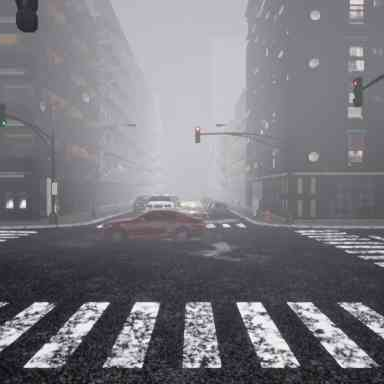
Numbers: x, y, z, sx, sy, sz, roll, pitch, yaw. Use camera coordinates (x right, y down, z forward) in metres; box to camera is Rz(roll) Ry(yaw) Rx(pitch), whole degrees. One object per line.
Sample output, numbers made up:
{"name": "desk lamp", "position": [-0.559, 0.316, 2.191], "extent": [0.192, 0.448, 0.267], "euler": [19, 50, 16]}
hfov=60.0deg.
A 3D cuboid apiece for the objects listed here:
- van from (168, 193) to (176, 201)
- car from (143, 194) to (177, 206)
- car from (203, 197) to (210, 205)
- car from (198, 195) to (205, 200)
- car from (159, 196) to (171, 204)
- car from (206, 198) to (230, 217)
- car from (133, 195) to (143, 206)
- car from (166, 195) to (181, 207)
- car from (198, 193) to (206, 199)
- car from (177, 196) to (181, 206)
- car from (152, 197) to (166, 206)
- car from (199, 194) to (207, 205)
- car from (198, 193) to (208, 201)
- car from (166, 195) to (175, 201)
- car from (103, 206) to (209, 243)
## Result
{"name": "van", "position": [-5.198, 1.302, 86.841], "extent": [1.690, 1.788, 3.998], "euler": [-1, 0, 0]}
{"name": "car", "position": [-2.810, 1.212, 30.395], "extent": [2.150, 2.045, 5.566], "euler": [0, 0, 0]}
{"name": "car", "position": [2.610, 1.539, 36.935], "extent": [2.008, 1.369, 4.403], "euler": [-1, 0, 0]}
{"name": "car", "position": [2.693, 1.539, 92.327], "extent": [1.802, 1.307, 4.206], "euler": [-1, 0, 0]}
{"name": "car", "position": [-5.228, 1.557, 64.692], "extent": [1.802, 1.307, 4.206], "euler": [-1, 0, 0]}
{"name": "car", "position": [2.602, 1.572, 31.396], "extent": [1.802, 1.307, 4.206], "euler": [-1, 0, 0]}
{"name": "car", "position": [-5.273, 1.303, 37.006], "extent": [2.192, 1.841, 5.009], "euler": [-1, 0, 0]}
{"name": "car", "position": [-2.763, 1.334, 50.408], "extent": [2.097, 1.767, 4.553], "euler": [0, 0, 0]}
{"name": "car", "position": [2.669, 1.551, 75.709], "extent": [1.802, 1.307, 4.206], "euler": [-1, 0, 0]}
{"name": "car", "position": [-2.788, 1.478, 40.345], "extent": [2.128, 1.511, 4.902], "euler": [0, 0, 0]}
{"name": "car", "position": [-5.245, 1.563, 53.618], "extent": [1.802, 1.307, 4.206], "euler": [-1, 0, 0]}
{"name": "car", "position": [2.643, 1.523, 59.092], "extent": [1.887, 1.381, 4.507], "euler": [-1, 0, 0]}
{"name": "car", "position": [2.673, 1.280, 81.249], "extent": [2.192, 1.841, 5.009], "euler": [-1, 0, 0]}
{"name": "car", "position": [-5.204, 1.490, 81.134], "extent": [1.752, 1.417, 4.829], "euler": [-1, 0, 0]}
{"name": "car", "position": [-1.719, 1.521, 15.373], "extent": [4.674, 1.442, 1.812], "euler": [0, 0, 0]}
